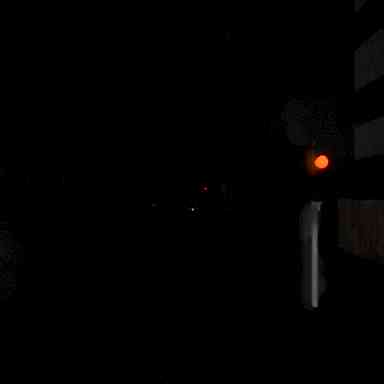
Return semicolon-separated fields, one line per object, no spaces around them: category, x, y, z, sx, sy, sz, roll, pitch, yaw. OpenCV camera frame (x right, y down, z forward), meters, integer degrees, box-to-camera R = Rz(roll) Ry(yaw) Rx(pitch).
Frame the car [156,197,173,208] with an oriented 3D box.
car;-4.114;1.547;50.256;2.033;1.411;5.357;0;0;1

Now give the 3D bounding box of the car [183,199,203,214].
car;0.088;1.504;35.806;1.837;1.490;4.892;0;0;0

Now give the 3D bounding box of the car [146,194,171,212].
car;-4.133;1.221;39.613;2.150;2.045;5.566;0;0;0
